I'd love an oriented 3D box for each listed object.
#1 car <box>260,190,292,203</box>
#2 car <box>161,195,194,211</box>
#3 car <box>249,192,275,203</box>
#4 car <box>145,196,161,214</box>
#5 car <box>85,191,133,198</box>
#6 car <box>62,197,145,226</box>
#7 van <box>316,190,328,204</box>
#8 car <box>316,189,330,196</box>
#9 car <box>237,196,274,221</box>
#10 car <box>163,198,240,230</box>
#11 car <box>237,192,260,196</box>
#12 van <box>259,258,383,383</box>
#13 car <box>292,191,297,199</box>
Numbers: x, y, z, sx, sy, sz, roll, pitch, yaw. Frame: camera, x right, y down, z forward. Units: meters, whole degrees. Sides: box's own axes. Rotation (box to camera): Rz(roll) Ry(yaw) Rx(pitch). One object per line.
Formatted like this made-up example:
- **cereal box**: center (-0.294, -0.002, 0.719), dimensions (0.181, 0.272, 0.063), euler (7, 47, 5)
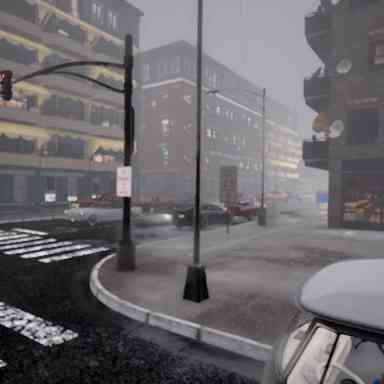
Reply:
- **car**: center (10.692, 0.545, 42.852), dimensions (2.097, 1.767, 4.553), euler (1, 2, 35)
- **car**: center (-0.227, 1.033, 27.328), dimensions (1.994, 1.385, 4.181), euler (1, 2, 34)
- **car**: center (9.783, 0.680, 46.117), dimensions (1.947, 1.339, 4.313), euler (2, 2, 35)
- **car**: center (-2.990, 0.983, 27.860), dimensions (1.887, 1.381, 4.507), euler (2, 2, 35)
- **car**: center (-6.179, 0.835, 23.288), dimensions (2.192, 1.841, 5.009), euler (2, 2, 35)
- **car**: center (-5.302, 1.200, 20.050), dimensions (1.895, 1.301, 4.718), euler (1, 2, 35)
- **van**: center (16.631, 0.609, 41.278), dimensions (1.690, 1.788, 3.998), euler (2, 2, 35)
- **car**: center (28.943, 0.173, 73.503), dimensions (1.887, 1.381, 4.507), euler (2, 2, 35)
- **car**: center (3.853, 1.175, 23.026), dimensions (1.802, 1.307, 4.206), euler (2, 2, 35)
- **car**: center (0.660, 1.240, 18.462), dimensions (1.947, 1.339, 4.313), euler (2, 2, 35)
- **car**: center (5.007, 0.841, 34.777), dimensions (1.837, 1.490, 4.892), euler (1, 2, 35)
- **van**: center (2.172, 1.353, 1.319), dimensions (3.998, 1.788, 1.690), euler (1, 1, 35)
- **car**: center (16.169, 0.517, 55.246), dimensions (1.947, 1.339, 4.313), euler (2, 2, 35)
